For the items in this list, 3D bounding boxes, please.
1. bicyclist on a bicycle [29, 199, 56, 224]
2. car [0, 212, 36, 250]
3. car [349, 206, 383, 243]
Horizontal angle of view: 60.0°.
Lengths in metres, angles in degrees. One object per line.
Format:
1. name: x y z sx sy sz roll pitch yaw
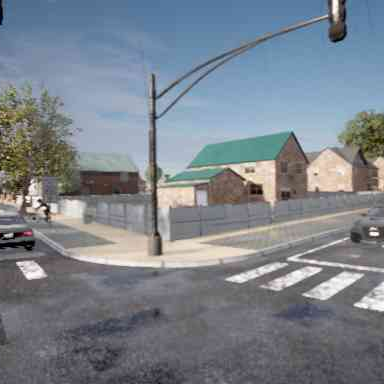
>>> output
1. bicyclist on a bicycle: -9.766 1.255 21.758 1.656 1.620 0.582 -1 0 -33
2. car: -7.627 1.524 13.385 2.033 1.411 5.357 -1 0 -34
3. car: 8.024 1.289 13.565 1.994 1.385 4.181 -2 0 44
